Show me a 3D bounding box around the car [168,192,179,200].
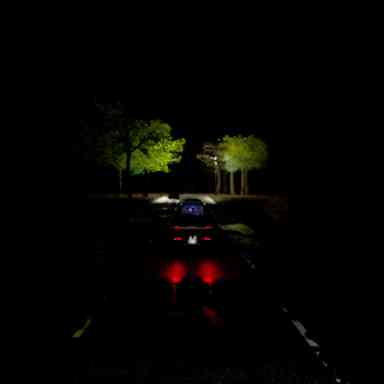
[{"bbox_3d":[-3.191,0.722,59.413,2.033,1.411,5.357,0,1,1],"label":"car"}]

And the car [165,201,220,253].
[{"bbox_3d":[0.043,1.336,13.019,2.128,1.511,4.902,0,1,1],"label":"car"}]

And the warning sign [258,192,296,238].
[{"bbox_3d":[3.570,0.949,14.166,1.300,1.860,1.060,1,2,0],"label":"warning sign"}]

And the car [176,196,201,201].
[{"bbox_3d":[0.068,1.234,26.075,2.033,1.411,5.357,0,1,1],"label":"car"}]
